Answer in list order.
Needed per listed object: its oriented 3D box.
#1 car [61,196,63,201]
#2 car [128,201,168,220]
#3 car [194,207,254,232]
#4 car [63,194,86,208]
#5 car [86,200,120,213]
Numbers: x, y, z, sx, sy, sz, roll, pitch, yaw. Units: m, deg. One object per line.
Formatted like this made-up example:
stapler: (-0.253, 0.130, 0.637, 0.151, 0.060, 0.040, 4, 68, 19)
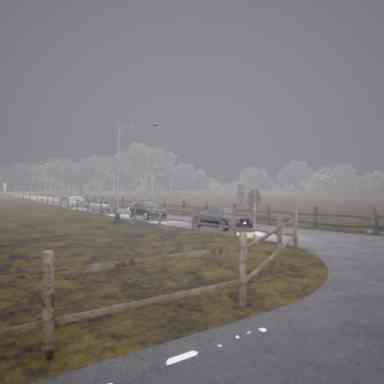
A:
car: (-21.605, 1.036, 58.481, 2.033, 1.411, 5.357, 2, 1, -37)
car: (-3.901, 1.544, 28.752, 1.837, 1.490, 4.892, 2, -1, -36)
car: (1.875, 1.613, 20.692, 1.994, 1.385, 4.181, 2, -1, -35)
car: (-15.562, 1.300, 45.061, 1.812, 1.442, 4.674, 2, 0, -35)
car: (-9.740, 1.549, 36.877, 1.895, 1.301, 4.718, 2, 0, -35)
